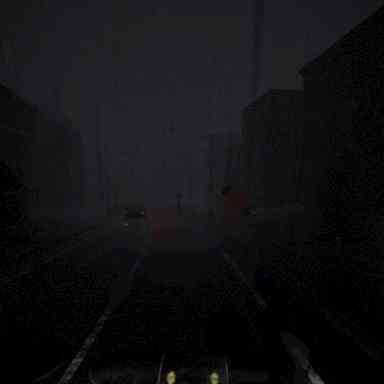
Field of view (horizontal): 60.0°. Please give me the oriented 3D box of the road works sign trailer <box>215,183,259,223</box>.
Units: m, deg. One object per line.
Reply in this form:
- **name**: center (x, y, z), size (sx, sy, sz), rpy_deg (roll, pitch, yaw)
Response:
- **road works sign trailer**: center (3.289, 1.114, 24.200), size (2.380, 2.880, 3.560), rpy_deg (46, 22, 20)

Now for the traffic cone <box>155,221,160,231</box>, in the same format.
- **traffic cone**: center (-2.044, 2.037, 18.314), size (0.340, 0.580, 0.340), rpy_deg (0, -1, -5)

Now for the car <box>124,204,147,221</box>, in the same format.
- **car**: center (-5.387, 1.912, 31.913), size (1.882, 1.535, 5.008), rpy_deg (0, -2, -7)

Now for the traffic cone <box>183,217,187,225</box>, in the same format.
- **traffic cone**: center (-0.528, 2.144, 24.457), size (0.340, 0.580, 0.340), rpy_deg (0, -1, -4)

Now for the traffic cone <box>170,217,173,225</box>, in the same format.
- **traffic cone**: center (-1.524, 2.148, 24.378), size (0.340, 0.580, 0.340), rpy_deg (0, -1, -4)
